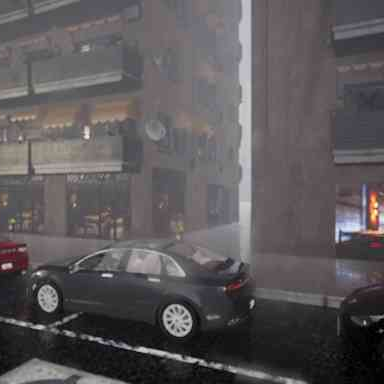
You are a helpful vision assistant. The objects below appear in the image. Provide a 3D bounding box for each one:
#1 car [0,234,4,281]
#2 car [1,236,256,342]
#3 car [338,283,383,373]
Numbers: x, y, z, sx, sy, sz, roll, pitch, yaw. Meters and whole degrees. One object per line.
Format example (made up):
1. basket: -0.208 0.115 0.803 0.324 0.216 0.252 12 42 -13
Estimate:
1. car: -6.224 1.540 8.401 4.507 1.381 1.887 0 0 23
2. car: -1.050 1.548 6.180 4.403 1.369 2.008 0 0 23
3. car: 4.125 1.565 3.960 4.313 1.339 1.947 0 0 23
